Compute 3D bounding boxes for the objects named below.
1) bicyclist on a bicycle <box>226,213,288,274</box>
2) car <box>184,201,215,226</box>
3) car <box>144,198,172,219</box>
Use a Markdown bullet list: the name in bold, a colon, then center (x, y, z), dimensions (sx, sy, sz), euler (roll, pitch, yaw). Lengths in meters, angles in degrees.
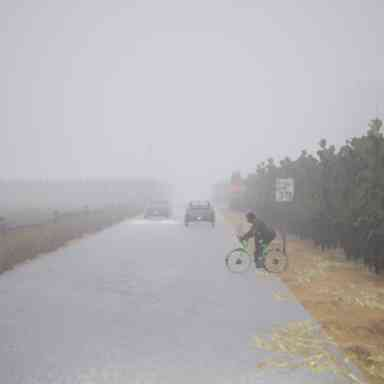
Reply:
- **bicyclist on a bicycle**: center (1.717, 1.375, 8.780), dimensions (1.656, 1.620, 0.582), euler (0, 0, 1)
- **car**: center (0.499, 1.301, 21.863), dimensions (2.128, 1.511, 4.902), euler (0, 1, 1)
- **car**: center (-2.611, 1.265, 26.523), dimensions (1.837, 1.490, 4.892), euler (0, 0, 1)
